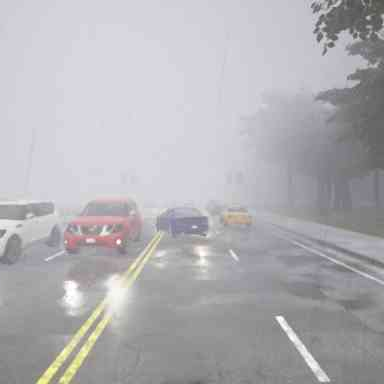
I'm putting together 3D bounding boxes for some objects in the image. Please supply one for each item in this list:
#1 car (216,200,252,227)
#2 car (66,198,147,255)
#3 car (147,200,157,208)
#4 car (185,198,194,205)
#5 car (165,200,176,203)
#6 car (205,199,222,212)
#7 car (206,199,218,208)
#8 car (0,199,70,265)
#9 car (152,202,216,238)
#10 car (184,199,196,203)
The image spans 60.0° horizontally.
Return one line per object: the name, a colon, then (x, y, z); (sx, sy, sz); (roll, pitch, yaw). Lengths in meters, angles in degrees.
car: (3.073, 1.603, 23.983); (1.801, 1.575, 5.366); (0, 0, 0)
car: (-3.453, 1.303, 14.026); (2.150, 2.045, 5.566); (0, 0, 0)
car: (-6.996, 2.058, 56.714); (1.994, 1.385, 4.181); (0, -1, 0)
car: (-0.568, 2.264, 76.580); (1.882, 1.535, 5.008); (0, -1, 0)
car: (-3.753, 2.087, 60.003); (2.033, 1.411, 5.357); (0, -1, 0)
car: (2.911, 1.783, 45.801); (2.033, 1.649, 4.856); (0, -1, 0)
car: (2.993, 1.739, 34.826); (2.163, 1.488, 4.792); (0, -1, 0)
car: (-6.690, 1.292, 12.277); (2.150, 2.045, 5.566); (0, 0, 0)
car: (-0.658, 1.589, 18.710); (1.882, 1.535, 5.008); (-1, 0, -19)
car: (-0.397, 2.022, 59.428); (2.128, 1.511, 4.902); (0, -1, 0)
